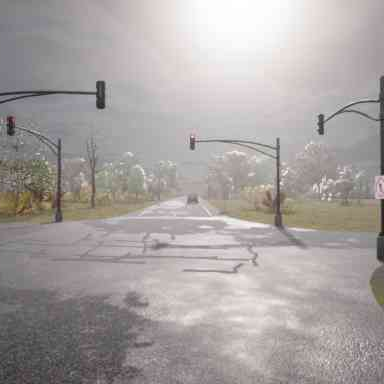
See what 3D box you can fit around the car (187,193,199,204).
[{"bbox_3d":[0.156,1.293,67.658,2.150,2.045,5.566,0,0,0],"label":"car"}]
